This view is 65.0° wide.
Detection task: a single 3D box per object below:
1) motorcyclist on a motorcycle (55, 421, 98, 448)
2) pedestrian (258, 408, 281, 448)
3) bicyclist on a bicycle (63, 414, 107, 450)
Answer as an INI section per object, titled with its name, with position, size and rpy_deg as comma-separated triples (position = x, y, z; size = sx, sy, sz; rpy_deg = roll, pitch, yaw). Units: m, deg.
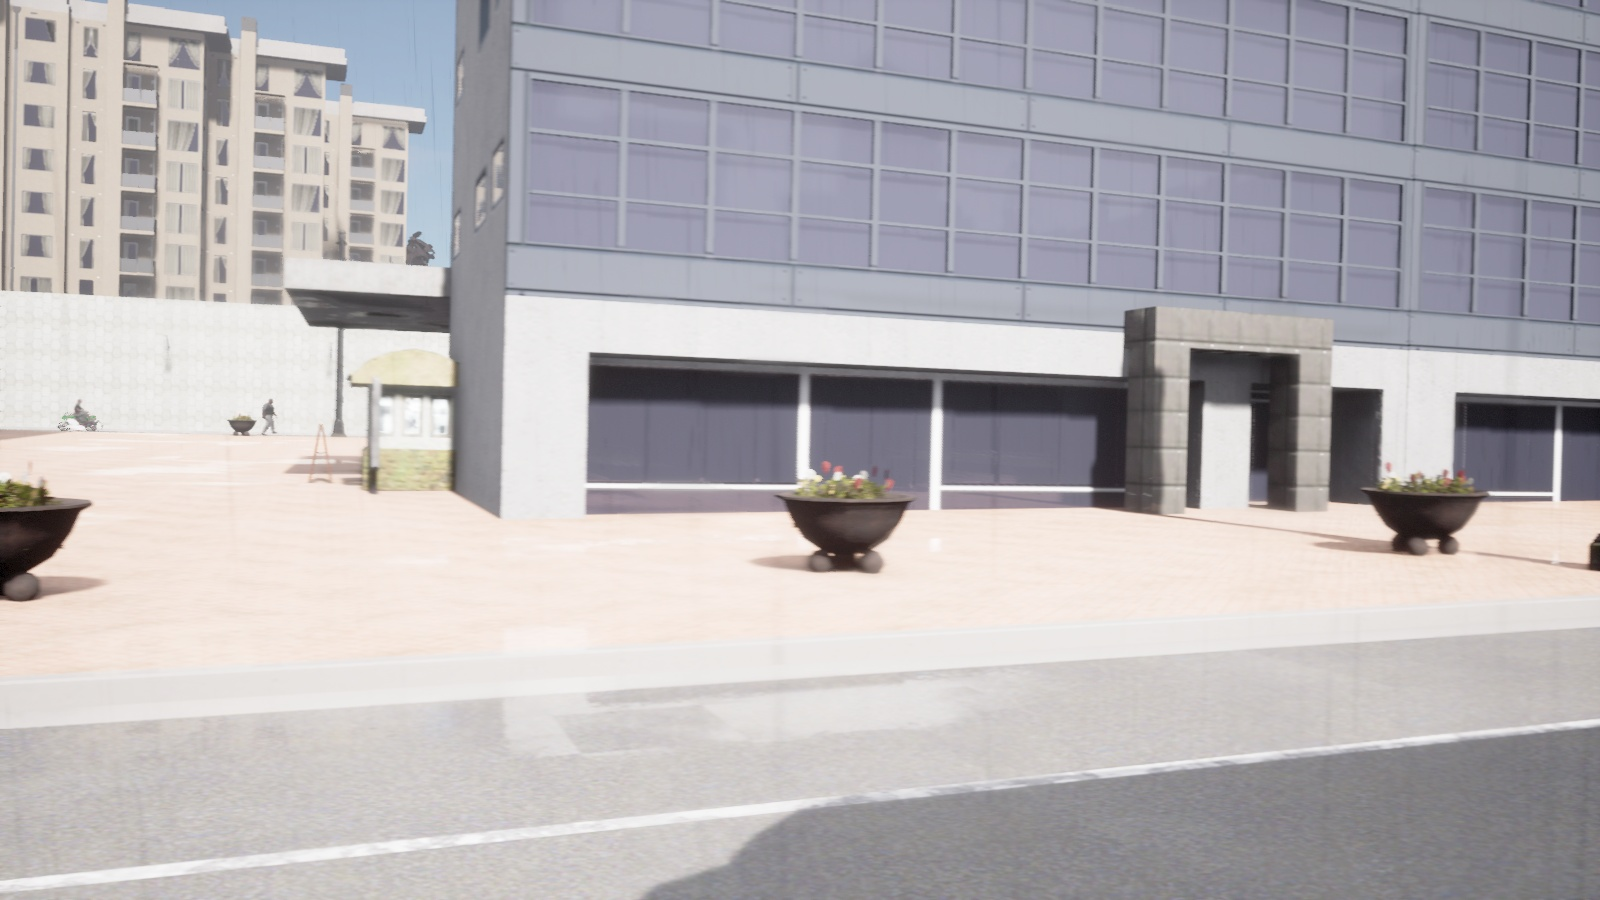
[motorcyclist on a motorcycle]
position = -41.714, -0.905, 72.399
size = 2.044, 1.523, 0.797
rpy_deg = 0, 1, -19
[pedestrian]
position = -25.618, -1.056, 60.624
size = 0.849, 1.883, 0.563
rpy_deg = 0, 1, 8
[bicyclist on a bicycle]
position = -36.024, -0.899, 63.263
size = 1.843, 1.776, 0.659
rpy_deg = 0, 1, -19
